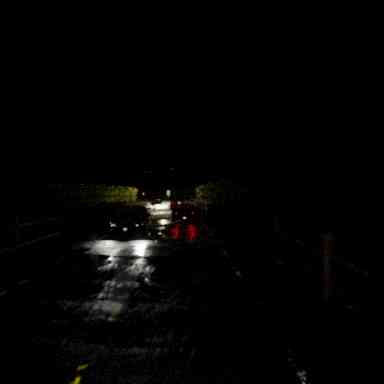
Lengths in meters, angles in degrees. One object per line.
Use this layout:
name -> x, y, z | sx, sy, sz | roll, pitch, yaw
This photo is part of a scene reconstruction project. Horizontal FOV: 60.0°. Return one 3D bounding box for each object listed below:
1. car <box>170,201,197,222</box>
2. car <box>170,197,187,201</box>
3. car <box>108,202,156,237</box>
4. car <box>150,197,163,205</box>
car -> -0.659, 1.616, 26.741 | 1.895, 1.301, 4.718 | 0, 0, -3
car -> -1.689, 1.395, 41.882 | 2.097, 1.767, 4.553 | 0, 0, -5
car -> -3.233, 1.512, 18.096 | 1.837, 1.490, 4.892 | 0, 0, -2
car -> -6.276, 1.589, 59.143 | 1.837, 1.490, 4.892 | 0, 0, -6
